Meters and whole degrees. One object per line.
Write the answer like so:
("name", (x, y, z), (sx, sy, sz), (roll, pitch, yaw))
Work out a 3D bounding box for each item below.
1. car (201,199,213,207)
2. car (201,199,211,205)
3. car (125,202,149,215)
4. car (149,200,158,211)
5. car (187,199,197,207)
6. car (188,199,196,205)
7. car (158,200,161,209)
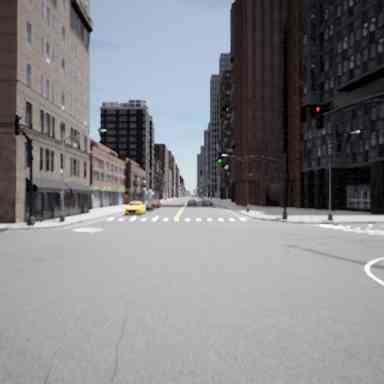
("car", (3.255, 2.217, 67.857), (2.128, 1.511, 4.902), (0, -1, 0))
("car", (3.255, 2.318, 78.276), (2.128, 1.511, 4.902), (0, -1, 0))
("car", (-6.595, 1.895, 39.073), (1.882, 1.535, 5.008), (0, -1, 0))
("car", (-6.580, 2.080, 48.321), (1.994, 1.385, 4.181), (0, -1, 1))
("car", (0.028, 2.234, 68.703), (2.128, 1.511, 4.902), (0, -1, 0))
("car", (0.006, 2.384, 79.016), (1.994, 1.385, 4.181), (0, -1, 0))
("car", (-6.559, 2.103, 58.743), (1.882, 1.535, 5.008), (0, -1, 0))
